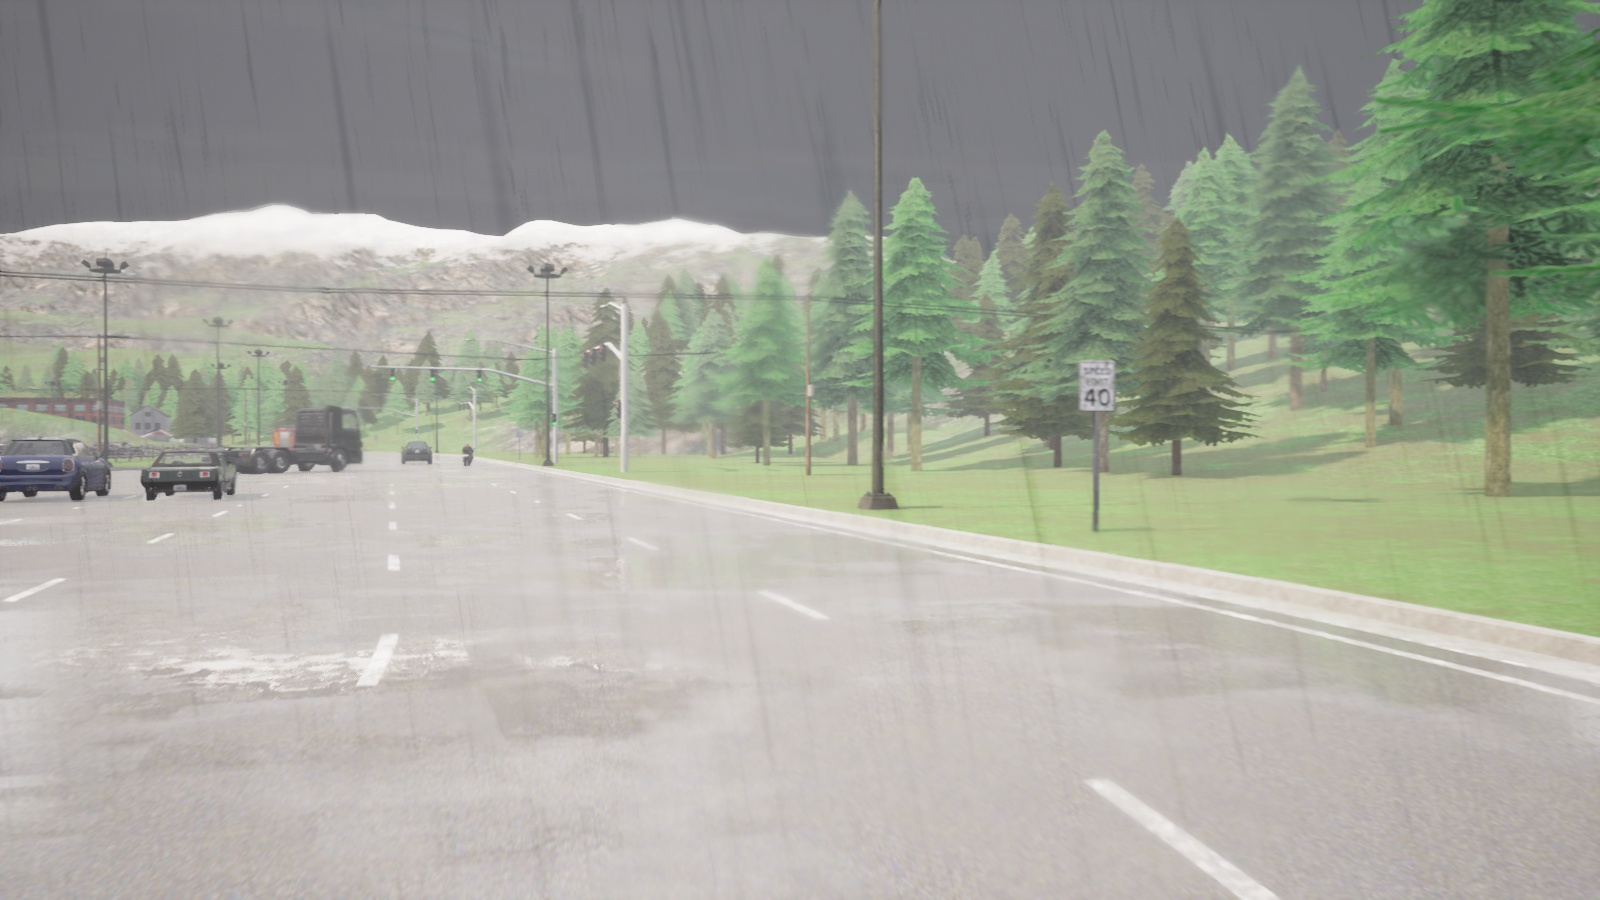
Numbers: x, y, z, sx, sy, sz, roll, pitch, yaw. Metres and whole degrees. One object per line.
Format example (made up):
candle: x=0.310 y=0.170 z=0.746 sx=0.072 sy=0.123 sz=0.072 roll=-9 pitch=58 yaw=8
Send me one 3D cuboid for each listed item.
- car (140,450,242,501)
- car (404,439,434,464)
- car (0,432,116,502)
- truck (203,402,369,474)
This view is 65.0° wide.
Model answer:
car: x=-16.737 y=0.651 z=34.702 sx=1.895 sy=1.301 sz=4.718 roll=0 pitch=0 yaw=-18
car: x=-27.918 y=0.085 z=91.961 sx=2.097 sy=1.767 sz=4.553 roll=0 pitch=0 yaw=-17
car: x=-20.232 y=0.413 z=34.132 sx=2.097 sy=1.767 sz=4.553 roll=0 pitch=0 yaw=-18
truck: x=-26.123 y=-0.599 z=64.253 sx=2.891 sy=3.462 sz=7.936 roll=0 pitch=0 yaw=26
